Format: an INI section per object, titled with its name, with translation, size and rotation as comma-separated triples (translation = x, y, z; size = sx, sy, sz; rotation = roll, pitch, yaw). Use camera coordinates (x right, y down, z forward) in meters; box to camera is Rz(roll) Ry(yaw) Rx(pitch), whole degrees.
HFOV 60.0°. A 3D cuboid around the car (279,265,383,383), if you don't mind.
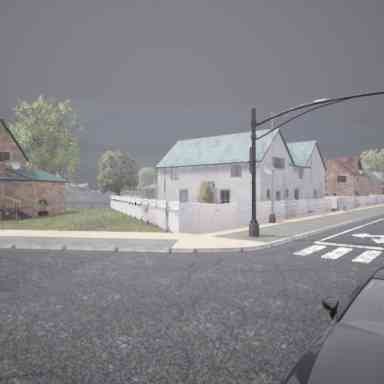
[car]
translation = 2.506, 1.524, 3.367
size = 1.812, 1.442, 4.674
rotation = 0, 0, 41
